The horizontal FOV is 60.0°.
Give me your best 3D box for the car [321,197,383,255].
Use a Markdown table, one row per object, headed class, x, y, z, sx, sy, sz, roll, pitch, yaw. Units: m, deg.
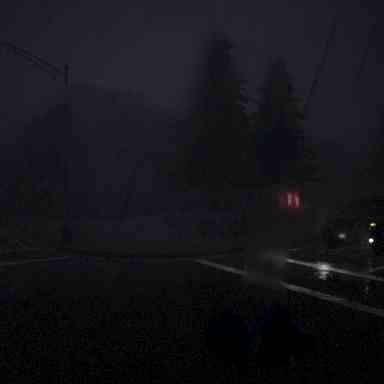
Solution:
| class | x | y | z | sx | sy | sz | roll | pitch | yaw |
| --- | --- | --- | --- | --- | --- | --- | --- | --- | --- |
| car | 7.682 | 1.248 | 13.754 | 5.566 | 2.045 | 2.150 | 0 | 0 | -37 |
